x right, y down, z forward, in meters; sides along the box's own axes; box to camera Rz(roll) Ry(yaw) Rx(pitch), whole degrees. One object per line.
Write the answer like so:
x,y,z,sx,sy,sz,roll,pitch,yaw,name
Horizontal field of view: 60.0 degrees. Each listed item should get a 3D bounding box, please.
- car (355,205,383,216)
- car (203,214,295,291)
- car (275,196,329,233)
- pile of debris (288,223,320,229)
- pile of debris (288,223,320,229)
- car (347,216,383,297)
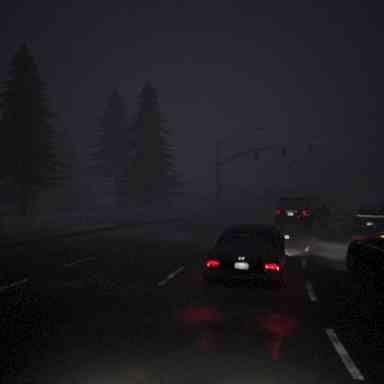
11.017,1.530,20.030,2.128,1.511,4.902,0,0,35,car
1.672,1.564,9.246,2.033,1.411,5.357,0,0,15,car
6.777,1.258,20.217,2.150,2.045,5.566,0,1,33,car
7.240,2.215,21.499,1.500,0.140,1.860,0,0,36,pile of debris
7.240,2.215,21.499,1.500,0.140,1.860,0,0,36,pile of debris
4.696,1.507,6.934,2.128,1.511,4.902,0,0,11,car
